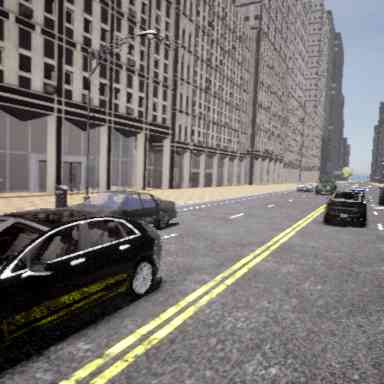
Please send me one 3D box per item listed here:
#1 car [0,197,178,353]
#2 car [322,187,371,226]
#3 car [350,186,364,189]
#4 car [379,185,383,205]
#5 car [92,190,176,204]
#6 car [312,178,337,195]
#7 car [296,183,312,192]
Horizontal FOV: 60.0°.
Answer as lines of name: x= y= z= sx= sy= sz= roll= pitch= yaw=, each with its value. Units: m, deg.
car: x=-2.253 y=1.061 z=4.827 sx=1.837 sy=1.490 sz=4.892 roll=5 pitch=4 yaw=27
car: x=8.055 y=0.746 z=17.293 sx=1.837 sy=1.490 sz=4.892 roll=5 pitch=4 yaw=27
car: x=20.034 y=-0.054 z=40.531 sx=1.895 sy=1.301 sz=4.718 roll=5 pitch=4 yaw=27
car: x=18.056 y=0.150 z=29.709 sx=2.150 sy=2.045 sz=5.566 roll=5 pitch=4 yaw=28
car: x=-2.434 y=0.666 z=11.551 sx=2.033 sy=1.411 sz=5.357 roll=5 pitch=4 yaw=27
car: x=17.163 y=-0.684 z=42.325 sx=2.150 sy=2.045 sz=5.566 roll=5 pitch=4 yaw=28
car: x=16.338 y=-0.685 z=47.853 sx=1.895 sy=1.301 sz=4.718 roll=5 pitch=4 yaw=28
